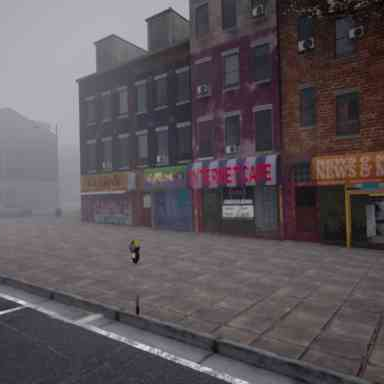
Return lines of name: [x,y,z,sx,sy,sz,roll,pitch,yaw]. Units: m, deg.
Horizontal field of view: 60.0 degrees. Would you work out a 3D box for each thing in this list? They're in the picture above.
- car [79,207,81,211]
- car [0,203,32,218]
car: [-10.006,1.602,37.598,2.033,1.411,5.357,-2,-1,35]
car: [-16.225,1.624,28.949,1.994,1.385,4.181,-2,-1,36]
